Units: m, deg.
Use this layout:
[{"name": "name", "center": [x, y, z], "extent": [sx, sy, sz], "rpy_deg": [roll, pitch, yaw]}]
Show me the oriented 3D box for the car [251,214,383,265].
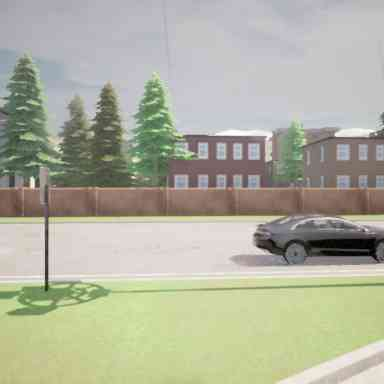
[{"name": "car", "center": [4.464, 1.489, 11.110], "extent": [4.902, 1.511, 2.128], "rpy_deg": [0, 0, -5]}]
